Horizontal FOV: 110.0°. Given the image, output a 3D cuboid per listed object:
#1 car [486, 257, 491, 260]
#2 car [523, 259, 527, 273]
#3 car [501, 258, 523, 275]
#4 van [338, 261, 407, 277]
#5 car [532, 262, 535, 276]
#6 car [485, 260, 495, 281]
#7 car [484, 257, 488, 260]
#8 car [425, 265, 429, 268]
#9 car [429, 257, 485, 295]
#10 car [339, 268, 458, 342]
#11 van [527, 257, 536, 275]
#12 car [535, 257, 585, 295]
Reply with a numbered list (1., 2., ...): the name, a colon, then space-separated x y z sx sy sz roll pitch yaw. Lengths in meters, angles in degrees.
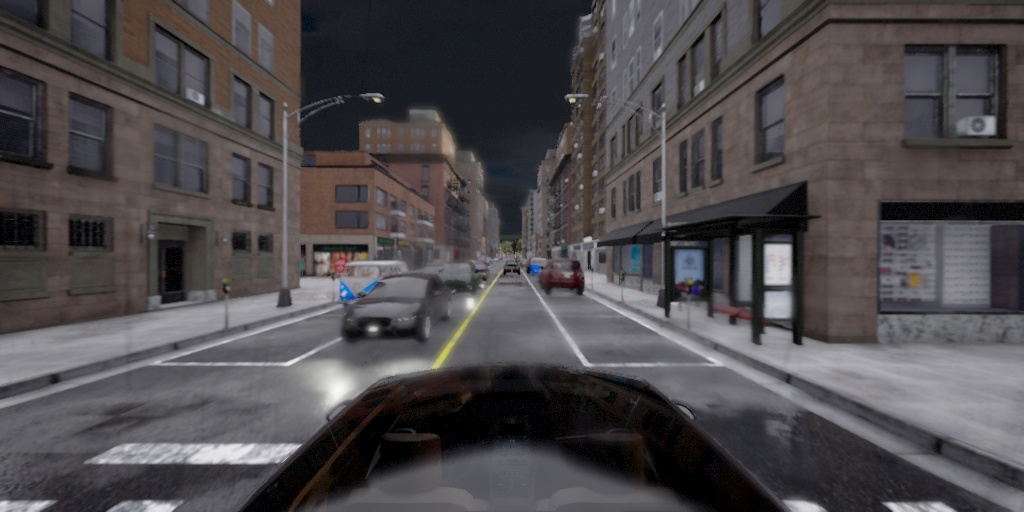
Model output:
1. car: -5.416 1.056 63.098 2.192 1.841 5.009 0 0 0
2. car: 2.672 1.074 41.478 2.192 1.841 5.009 0 0 0
3. car: -0.011 1.260 38.869 1.837 1.490 4.892 0 0 0
4. van: -5.411 1.083 14.442 1.690 1.789 3.998 0 0 0
5. car: 2.692 1.310 25.259 2.007 1.370 4.403 0 0 0
6. car: -2.836 1.295 29.935 2.033 1.411 5.357 0 0 0
7. car: -5.416 1.308 57.692 1.948 1.339 4.313 0 0 0
8. car: -5.412 1.308 25.254 1.948 1.339 4.313 0 0 0
9. car: -2.840 1.100 19.655 2.097 1.767 4.553 0 0 0
10. car: -2.844 1.252 9.799 1.837 1.490 4.892 0 0 0
11. van: 2.678 1.101 36.071 1.690 1.789 3.998 0 0 0
12. car: 2.699 1.074 19.852 2.192 1.841 5.009 0 0 0
